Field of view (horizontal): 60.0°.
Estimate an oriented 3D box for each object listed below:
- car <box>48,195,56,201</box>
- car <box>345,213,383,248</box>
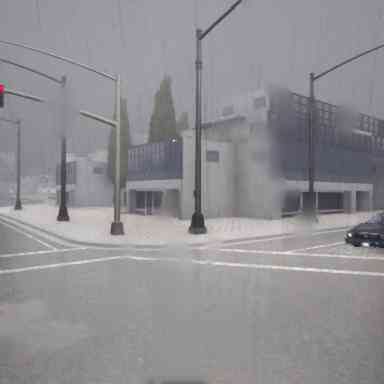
[{"bbox_3d":[-32.781,1.466,83.171,4.674,1.442,1.812,0,0,-7],"label":"car"},{"bbox_3d":[8.693,1.595,14.228,5.357,1.411,2.033,0,0,-38],"label":"car"}]
